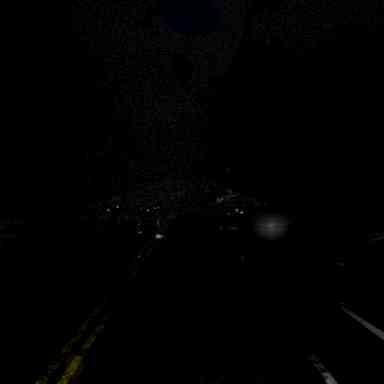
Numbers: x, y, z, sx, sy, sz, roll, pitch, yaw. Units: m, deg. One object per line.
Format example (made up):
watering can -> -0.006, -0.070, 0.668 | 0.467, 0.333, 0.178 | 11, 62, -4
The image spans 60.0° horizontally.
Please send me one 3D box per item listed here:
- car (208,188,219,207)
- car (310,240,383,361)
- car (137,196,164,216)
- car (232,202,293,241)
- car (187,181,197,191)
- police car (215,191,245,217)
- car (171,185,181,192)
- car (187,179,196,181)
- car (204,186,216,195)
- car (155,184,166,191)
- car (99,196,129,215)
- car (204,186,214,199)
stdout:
car -> 3.223, 0.752, 37.485 | 2.033, 1.649, 4.856 | 0, 2, 0
car -> 3.246, 1.390, 4.512 | 2.033, 1.649, 4.856 | 0, 1, 0
car -> -3.369, 1.098, 27.811 | 1.837, 1.490, 4.892 | 0, 1, 0
car -> 3.238, 1.364, 15.509 | 1.994, 1.385, 4.181 | 0, 1, 0
car -> -0.049, -1.062, 69.939 | 1.812, 1.442, 4.674 | 0, 4, 0
police car -> 3.231, 1.041, 26.613 | 1.930, 1.638, 5.238 | 0, 1, 0
car -> -3.298, -0.835, 69.166 | 1.895, 1.301, 4.718 | 0, 4, 0
car -> -0.062, -2.545, 89.209 | 2.150, 2.045, 5.566 | 0, 3, 0
car -> 3.208, -0.311, 59.445 | 1.837, 1.490, 4.892 | 0, 4, 0
car -> -6.549, -0.933, 70.022 | 1.994, 1.385, 4.181 | 0, 4, 0
car -> -6.619, 1.099, 28.668 | 1.812, 1.442, 4.674 | 0, 1, 0
car -> 3.216, 0.315, 48.465 | 1.882, 1.535, 5.008 | 0, 3, 0
